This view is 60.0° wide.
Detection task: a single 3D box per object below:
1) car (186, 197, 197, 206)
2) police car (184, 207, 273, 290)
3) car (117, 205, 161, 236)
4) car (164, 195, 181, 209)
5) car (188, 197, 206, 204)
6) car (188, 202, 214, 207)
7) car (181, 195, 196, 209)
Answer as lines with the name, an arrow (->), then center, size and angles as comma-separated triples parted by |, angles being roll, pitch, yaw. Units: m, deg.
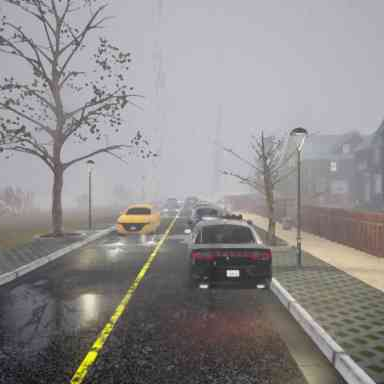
car -> -0.034, 1.552, 56.959 | 1.812, 1.442, 4.674 | 0, 0, 0
police car -> 0.820, 1.425, 9.240 | 1.930, 1.638, 5.238 | 0, 0, 0
car -> -2.864, 1.479, 18.653 | 1.882, 1.535, 5.008 | 0, 0, 0
car -> -2.777, 1.542, 46.110 | 1.812, 1.442, 4.674 | 0, 0, 0
car -> 0.810, 1.459, 25.320 | 1.801, 1.575, 5.366 | 0, 0, 0
car -> 0.814, 1.528, 19.130 | 1.812, 1.442, 4.674 | 0, 0, 0
car -> -0.008, 1.368, 45.868 | 2.097, 1.767, 4.553 | 0, 0, 0
